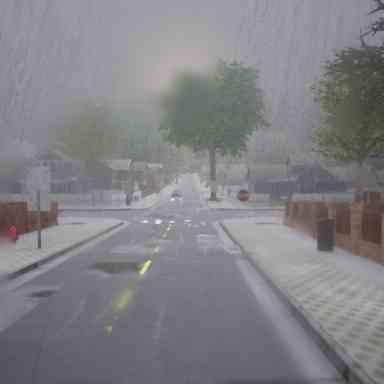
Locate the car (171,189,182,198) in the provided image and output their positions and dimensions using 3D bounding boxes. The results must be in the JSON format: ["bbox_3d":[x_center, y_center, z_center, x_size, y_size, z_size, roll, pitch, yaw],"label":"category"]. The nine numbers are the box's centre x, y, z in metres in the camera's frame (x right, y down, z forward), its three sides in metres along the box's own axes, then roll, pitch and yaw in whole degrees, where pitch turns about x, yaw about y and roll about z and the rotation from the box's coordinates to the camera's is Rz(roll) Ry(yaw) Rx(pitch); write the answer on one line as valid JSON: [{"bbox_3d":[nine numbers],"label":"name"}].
[{"bbox_3d":[-2.748,0.241,60.184,1.837,1.490,4.892,0,3,0],"label":"car"}]
